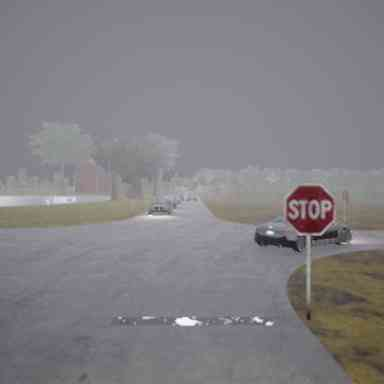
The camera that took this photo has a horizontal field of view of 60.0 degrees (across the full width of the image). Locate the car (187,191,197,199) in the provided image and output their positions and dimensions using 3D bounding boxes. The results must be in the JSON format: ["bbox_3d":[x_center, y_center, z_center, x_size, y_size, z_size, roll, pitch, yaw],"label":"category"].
[{"bbox_3d":[0.029,0.570,72.170,2.097,1.767,4.553,0,1,0],"label":"car"}]

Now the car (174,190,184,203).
[{"bbox_3d":[-2.802,0.930,50.892,2.097,1.767,4.553,0,1,0],"label":"car"}]

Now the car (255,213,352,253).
[{"bbox_3d":[4.459,1.451,13.155,4.181,1.385,1.994,0,-1,-36],"label":"car"}]

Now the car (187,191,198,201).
[{"bbox_3d":[0.026,1.041,62.163,1.994,1.385,4.181,0,1,0],"label":"car"}]

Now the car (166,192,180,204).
[{"bbox_3d":[-2.815,1.152,39.759,1.882,1.535,5.008,0,0,0],"label":"car"}]

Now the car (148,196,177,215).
[{"bbox_3d":[-2.819,1.315,30.795,1.994,1.385,4.181,0,0,2],"label":"car"}]

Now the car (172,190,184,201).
[{"bbox_3d":[-2.726,0.672,65.083,2.150,2.045,5.566,0,0,0],"label":"car"}]
